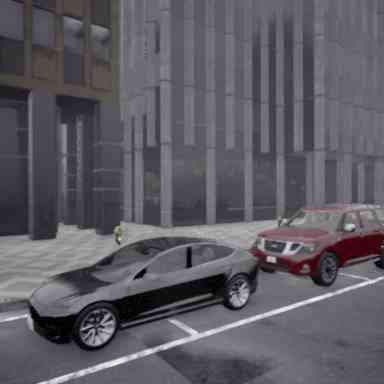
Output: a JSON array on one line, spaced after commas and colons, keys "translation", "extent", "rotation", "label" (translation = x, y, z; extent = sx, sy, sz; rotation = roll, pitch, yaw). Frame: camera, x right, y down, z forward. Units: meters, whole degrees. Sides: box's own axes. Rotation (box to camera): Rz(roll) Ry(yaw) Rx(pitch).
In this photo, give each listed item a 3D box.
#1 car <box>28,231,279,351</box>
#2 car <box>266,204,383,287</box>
[{"translation": [-0.624, 1.561, 6.206], "extent": [4.313, 1.339, 1.947], "rotation": [0, 0, -35], "label": "car"}, {"translation": [3.964, 1.301, 9.479], "extent": [5.009, 1.841, 2.192], "rotation": [0, 0, -35], "label": "car"}]
